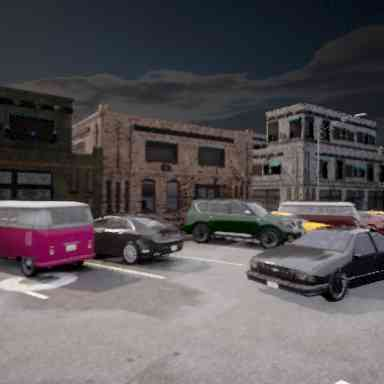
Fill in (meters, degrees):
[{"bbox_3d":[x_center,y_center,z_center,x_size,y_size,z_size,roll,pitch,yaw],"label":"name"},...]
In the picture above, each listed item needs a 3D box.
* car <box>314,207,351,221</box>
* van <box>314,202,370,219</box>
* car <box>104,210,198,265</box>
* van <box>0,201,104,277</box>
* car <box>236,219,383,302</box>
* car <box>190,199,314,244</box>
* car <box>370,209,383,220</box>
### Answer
[{"bbox_3d":[4.792,1.693,16.768,5.366,1.575,1.946,0,-2,35],"label":"car"},{"bbox_3d":[7.139,1.551,18.508,4.442,1.987,1.878,0,-2,35],"label":"van"},{"bbox_3d":[-2.535,1.510,11.773,4.892,1.521,2.231,-1,-1,35],"label":"car"},{"bbox_3d":[-5.018,1.261,10.153,4.442,1.987,1.878,-1,0,35],"label":"van"},{"bbox_3d":[3.884,1.627,8.592,5.357,1.411,2.033,1,-1,-35],"label":"car"},{"bbox_3d":[2.270,1.367,15.168,5.566,2.045,2.435,0,-2,35],"label":"car"},{"bbox_3d":[9.407,1.887,20.270,4.792,1.488,2.163,0,-2,35],"label":"car"}]
